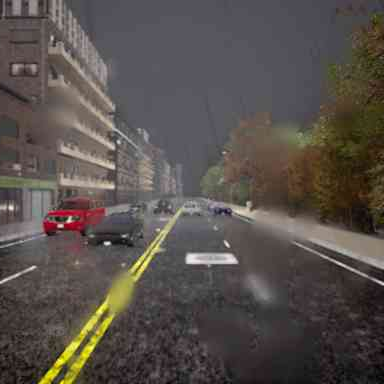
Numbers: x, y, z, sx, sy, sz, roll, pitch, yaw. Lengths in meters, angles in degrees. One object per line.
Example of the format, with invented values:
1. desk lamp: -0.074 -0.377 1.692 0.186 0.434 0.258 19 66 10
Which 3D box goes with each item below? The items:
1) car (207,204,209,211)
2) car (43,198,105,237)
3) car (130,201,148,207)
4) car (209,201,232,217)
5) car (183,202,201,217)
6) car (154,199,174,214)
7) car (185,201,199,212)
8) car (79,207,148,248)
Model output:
1. car: 3.195 1.987 46.758 2.033 1.411 5.357 0 -1 0
2. car: -6.615 1.386 19.518 2.150 2.045 5.566 0 -1 0
3. car: -6.553 1.890 41.160 2.128 1.511 4.902 0 -1 0
4. car: 3.203 1.943 36.213 1.895 1.301 4.718 0 -1 0
5. car: -0.047 1.934 36.208 1.895 1.301 4.718 0 -1 0
6. car: -3.316 1.711 40.083 2.097 1.767 4.553 0 0 0
7. car: -0.052 2.037 47.368 1.895 1.301 4.718 0 -1 0
8. car: -3.367 1.684 15.896 2.033 1.411 5.357 0 0 0
